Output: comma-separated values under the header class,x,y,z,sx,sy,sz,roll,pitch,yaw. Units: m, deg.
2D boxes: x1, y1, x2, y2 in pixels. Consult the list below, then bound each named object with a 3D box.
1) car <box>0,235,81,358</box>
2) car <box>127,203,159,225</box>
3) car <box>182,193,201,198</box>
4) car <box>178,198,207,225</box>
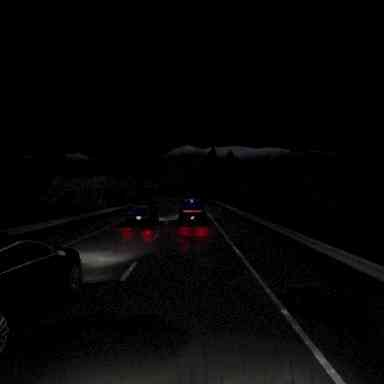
class,x,y,z,sx,sy,sz,roll,pitch,yaw
car,-3.422,1.486,5.666,2.128,1.511,4.902,0,0,0
car,-3.468,1.500,23.917,1.812,1.442,4.674,0,0,0
car,-0.014,1.174,41.000,2.150,2.045,5.566,0,0,-1
car,0.032,1.464,23.929,2.128,1.511,4.902,0,0,0
